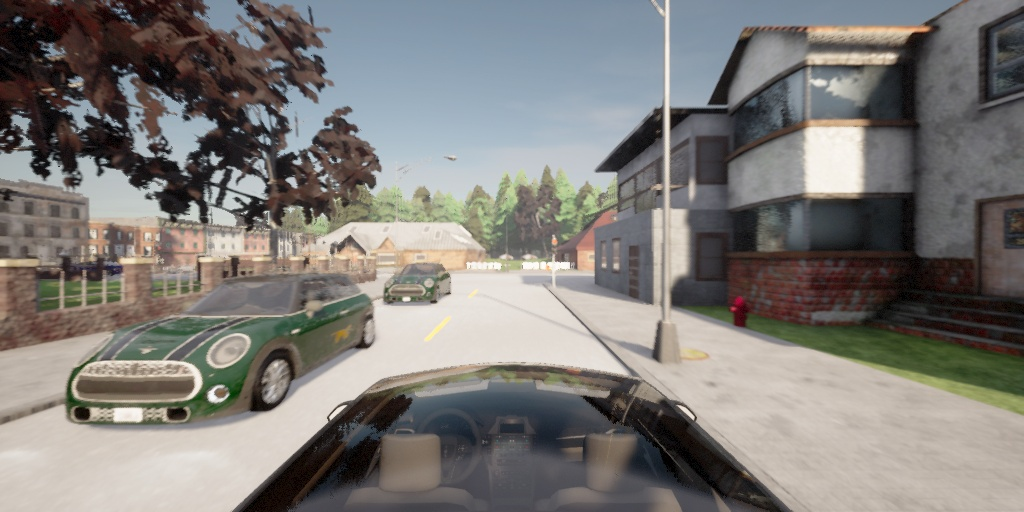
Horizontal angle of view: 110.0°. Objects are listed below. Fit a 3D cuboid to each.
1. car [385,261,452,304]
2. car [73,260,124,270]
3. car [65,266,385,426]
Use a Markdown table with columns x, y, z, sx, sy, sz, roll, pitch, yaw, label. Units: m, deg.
| x | y | z | sx | sy | sz | roll | pitch | yaw | label |
| --- | --- | --- | --- | --- | --- | --- | --- | --- | --- |
| -4.051 | 1.062 | 16.090 | 2.097 | 1.767 | 4.553 | 0 | 0 | 0 | car |
| -37.524 | 1.141 | 32.820 | 5.008 | 1.535 | 1.882 | 0 | 0 | 1 | car |
| -4.069 | 1.090 | 6.056 | 2.097 | 1.767 | 4.553 | 0 | 0 | 0 | car |
